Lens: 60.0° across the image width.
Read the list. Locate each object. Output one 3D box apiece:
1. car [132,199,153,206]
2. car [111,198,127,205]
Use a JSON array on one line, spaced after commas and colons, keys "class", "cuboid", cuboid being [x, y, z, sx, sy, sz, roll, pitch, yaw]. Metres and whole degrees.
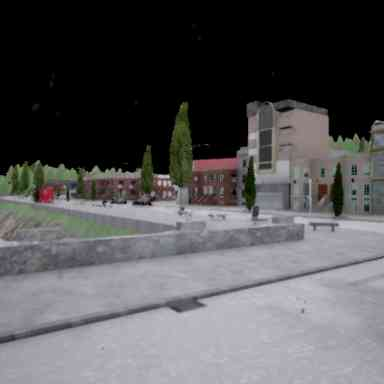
[{"class": "car", "cuboid": [-8.695, 1.822, 57.797, 1.895, 1.301, 4.718, 1, 0, -35]}, {"class": "car", "cuboid": [-14.498, 1.785, 65.931, 1.994, 1.385, 4.181, 1, 0, -36]}]
